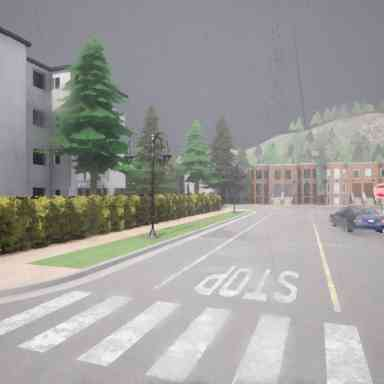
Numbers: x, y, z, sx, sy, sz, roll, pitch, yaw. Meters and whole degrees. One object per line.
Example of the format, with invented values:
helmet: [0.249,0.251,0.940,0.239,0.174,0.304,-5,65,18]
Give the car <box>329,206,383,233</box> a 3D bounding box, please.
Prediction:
car: [9.612,1.537,19.551,2.033,1.411,5.357,0,0,9]
